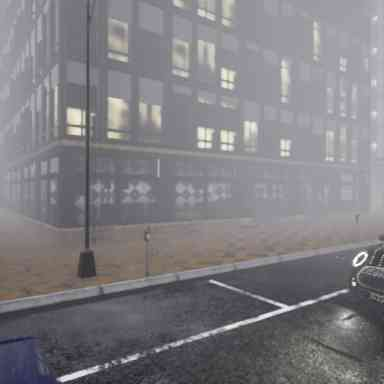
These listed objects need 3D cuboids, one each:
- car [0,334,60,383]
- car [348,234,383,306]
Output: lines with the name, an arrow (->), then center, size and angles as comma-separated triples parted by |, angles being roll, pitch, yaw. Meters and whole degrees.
car -> -2.955, 1.597, 1.271 | 4.718, 1.301, 1.895 | 0, 0, -36
car -> 5.421, 1.372, 7.241 | 4.553, 1.767, 2.097 | 0, 0, -35
